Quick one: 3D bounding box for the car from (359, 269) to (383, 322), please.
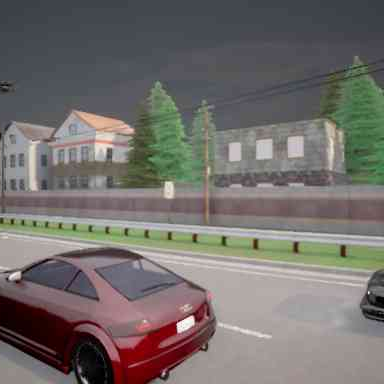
[{"bbox_3d":[5.331,1.538,4.490,5.357,1.411,2.033,0,0,35],"label":"car"}]

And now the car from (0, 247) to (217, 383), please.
[{"bbox_3d":[-1.706,1.586,5.208,4.181,1.385,1.994,0,0,35],"label":"car"}]
